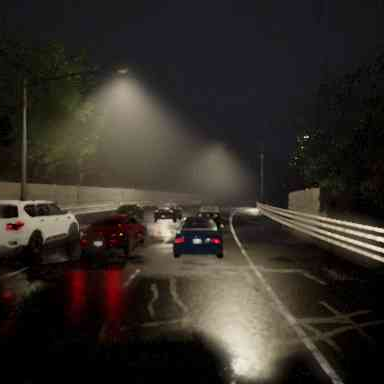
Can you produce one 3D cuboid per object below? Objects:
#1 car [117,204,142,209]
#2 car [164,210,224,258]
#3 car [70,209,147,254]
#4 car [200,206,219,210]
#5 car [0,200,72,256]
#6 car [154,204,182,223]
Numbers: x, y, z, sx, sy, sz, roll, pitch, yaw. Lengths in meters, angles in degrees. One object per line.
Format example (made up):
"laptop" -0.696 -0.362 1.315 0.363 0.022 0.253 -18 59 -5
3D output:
"car" -5.438 1.791 28.995 1.812 1.442 4.674 0 0 7
"car" 0.305 1.673 13.398 2.033 1.411 5.357 0 -1 3
"car" -3.160 1.654 13.985 1.812 1.442 4.674 0 0 3
"car" 1.483 1.863 27.954 1.895 1.301 4.718 0 0 6
"car" -6.683 1.341 13.796 2.150 2.045 5.566 0 0 3
"car" -1.970 1.757 28.529 2.128 1.511 4.902 0 0 7
